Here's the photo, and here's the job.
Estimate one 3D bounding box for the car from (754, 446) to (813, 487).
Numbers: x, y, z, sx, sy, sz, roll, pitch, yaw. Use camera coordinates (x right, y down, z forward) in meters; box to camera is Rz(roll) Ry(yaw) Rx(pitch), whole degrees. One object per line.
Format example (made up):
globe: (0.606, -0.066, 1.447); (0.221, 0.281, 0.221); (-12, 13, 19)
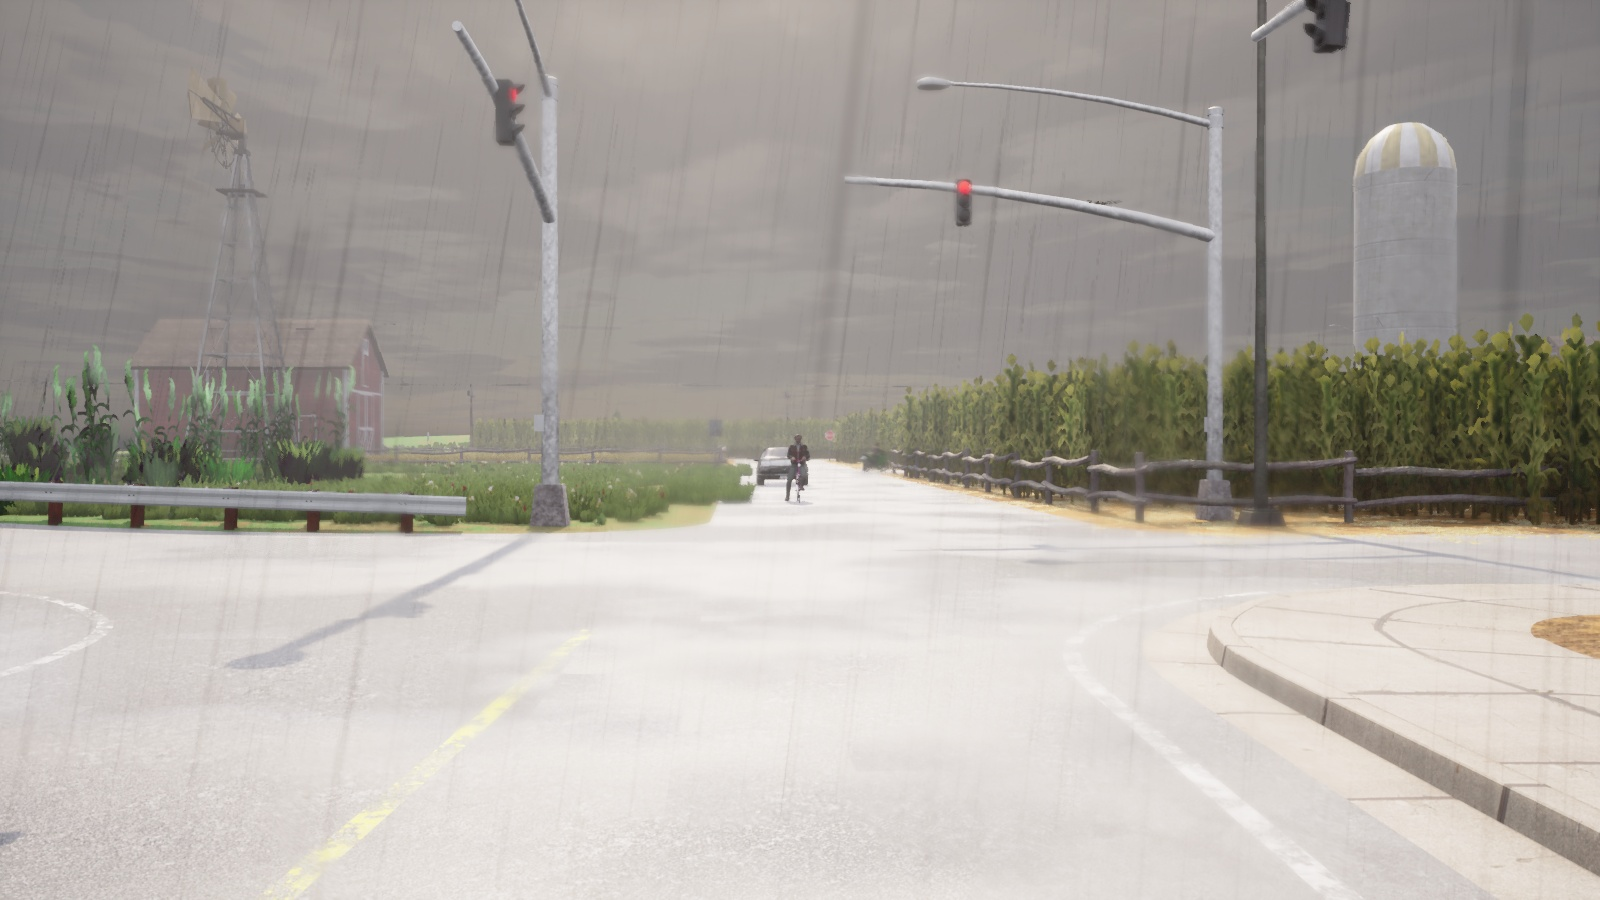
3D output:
car: (-0.670, 0.567, 46.277); (2.033, 1.411, 5.357); (0, 0, -3)

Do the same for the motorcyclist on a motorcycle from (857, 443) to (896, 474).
motorcyclist on a motorcycle: (3.881, 0.408, 63.490); (0.797, 1.523, 2.044); (5, 3, 42)
